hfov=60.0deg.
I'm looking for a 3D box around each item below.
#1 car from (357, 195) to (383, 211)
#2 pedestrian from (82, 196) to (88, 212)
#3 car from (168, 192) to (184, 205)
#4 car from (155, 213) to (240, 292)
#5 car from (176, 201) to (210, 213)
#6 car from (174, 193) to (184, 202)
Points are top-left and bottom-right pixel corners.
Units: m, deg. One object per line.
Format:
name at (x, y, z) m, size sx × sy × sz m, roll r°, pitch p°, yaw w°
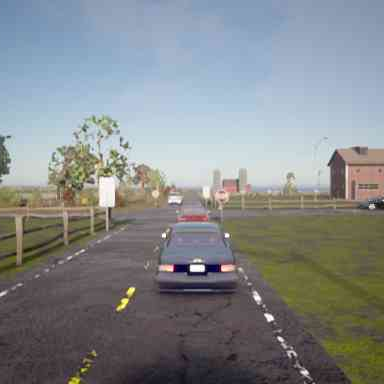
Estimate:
car at (19.614, 1.106, 34.322) m, size 4.892 × 1.490 × 1.837 m, roll -1°, pitch 1°, yaw 0°
pedestrian at (-12.150, 1.324, 37.601) m, size 0.375 × 1.860 × 0.375 m, roll 0°, pitch 1°, yaw 0°
car at (-2.804, 1.088, 55.478) m, size 2.150 × 2.045 × 5.566 m, roll 0°, pitch 0°, yaw -1°
car at (0.103, 1.525, 8.988) m, size 2.033 × 1.411 × 5.357 m, roll 0°, pitch 0°, yaw 0°
car at (0.067, 1.479, 18.775) m, size 1.812 × 1.442 × 4.674 m, roll 0°, pitch 0°, yaw -1°
car at (-2.736, 1.185, 70.963) m, size 2.097 × 1.767 × 4.553 m, roll 0°, pitch 0°, yaw 0°
